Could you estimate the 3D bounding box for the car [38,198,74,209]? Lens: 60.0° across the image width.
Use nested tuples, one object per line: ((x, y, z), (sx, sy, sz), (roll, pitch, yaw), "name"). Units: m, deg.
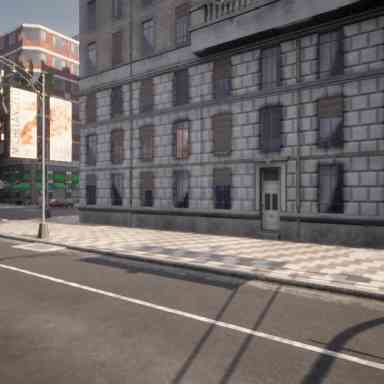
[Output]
((-18.065, 1.526, 44.377), (1.812, 1.442, 4.674), (0, 0, 36), "car")
